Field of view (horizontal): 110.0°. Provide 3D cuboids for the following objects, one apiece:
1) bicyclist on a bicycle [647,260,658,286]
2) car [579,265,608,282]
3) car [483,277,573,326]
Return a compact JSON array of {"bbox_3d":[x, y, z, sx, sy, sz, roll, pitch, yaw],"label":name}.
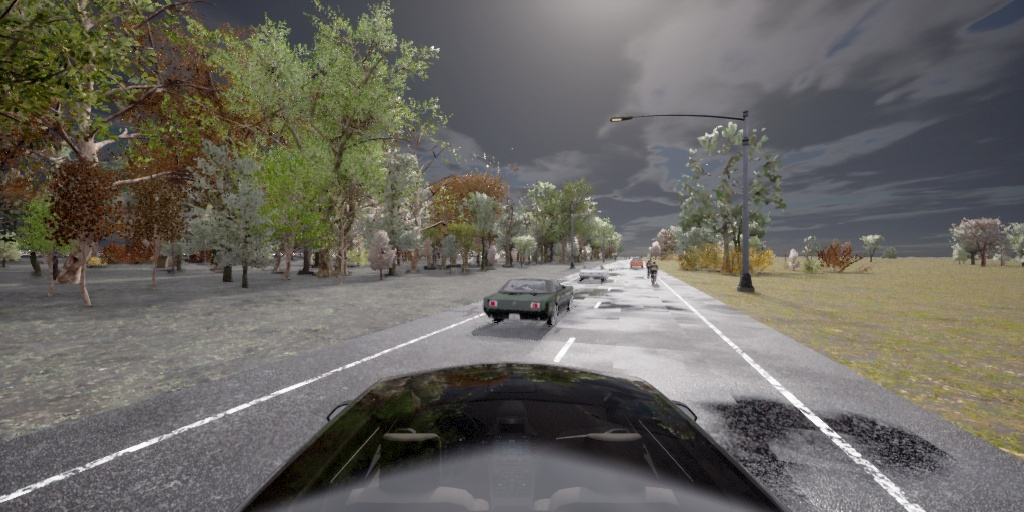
[{"bbox_3d":[9.825,1.208,24.799,0.582,1.620,1.656,0,0,19],"label":"bicyclist on a bicycle"},{"bbox_3d":[6.734,1.356,29.267,1.895,1.301,4.718,0,0,19],"label":"car"},{"bbox_3d":[0.795,1.352,11.815,1.895,1.301,4.718,0,0,19],"label":"car"}]
